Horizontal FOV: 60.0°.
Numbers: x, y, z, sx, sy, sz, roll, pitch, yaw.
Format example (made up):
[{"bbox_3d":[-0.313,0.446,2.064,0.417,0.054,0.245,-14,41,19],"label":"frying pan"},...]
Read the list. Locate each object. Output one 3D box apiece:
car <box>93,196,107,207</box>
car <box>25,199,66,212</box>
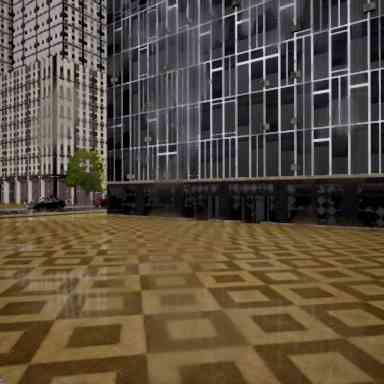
[{"bbox_3d":[-13.459,1.486,53.387,2.192,1.841,5.009,-1,-1,35],"label":"car"},{"bbox_3d":[-18.323,1.605,41.760,2.128,1.511,4.902,0,0,35],"label":"car"}]
